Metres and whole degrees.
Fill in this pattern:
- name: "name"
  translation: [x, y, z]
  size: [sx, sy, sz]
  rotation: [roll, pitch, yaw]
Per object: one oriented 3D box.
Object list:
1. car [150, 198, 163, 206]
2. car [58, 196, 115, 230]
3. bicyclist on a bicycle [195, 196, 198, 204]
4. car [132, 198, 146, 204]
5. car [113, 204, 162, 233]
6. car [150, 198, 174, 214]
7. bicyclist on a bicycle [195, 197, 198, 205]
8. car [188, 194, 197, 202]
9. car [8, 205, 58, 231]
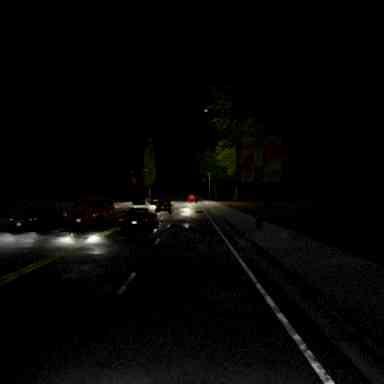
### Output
- name: "car"
  translation: [-6.528, 1.853, 61.283]
  size: [1.994, 1.385, 4.181]
  rotation: [0, 0, 1]
- name: "car"
  translation: [-6.596, 1.321, 22.129]
  size: [2.150, 2.045, 5.566]
  rotation: [0, -1, 0]
- name: "bicyclist on a bicycle"
  translation: [0.902, 1.727, 73.647]
  size: [0.659, 1.776, 1.843]
  rotation: [0, 0, 0]
- name: "car"
  translation: [-9.775, 1.855, 61.686]
  size: [1.994, 1.385, 4.181]
  rotation: [0, 0, 1]
- name: "car"
  translation: [-3.148, 1.653, 20.161]
  size: [1.994, 1.385, 4.181]
  rotation: [0, 0, 0]
- name: "car"
  translation: [-3.143, 1.720, 38.037]
  size: [2.033, 1.411, 5.357]
  rotation: [0, 0, 0]
- name: "bicyclist on a bicycle"
  translation: [0.892, 1.750, 65.272]
  size: [0.866, 1.612, 1.509]
  rotation: [0, -1, 0]
- name: "car"
  translation: [0.011, 1.652, 89.161]
  size: [2.150, 2.045, 5.566]
  rotation: [0, 0, 0]
- name: "car"
  translation: [-9.847, 1.585, 21.370]
  size: [2.128, 1.511, 4.902]
  rotation: [0, 0, 0]
